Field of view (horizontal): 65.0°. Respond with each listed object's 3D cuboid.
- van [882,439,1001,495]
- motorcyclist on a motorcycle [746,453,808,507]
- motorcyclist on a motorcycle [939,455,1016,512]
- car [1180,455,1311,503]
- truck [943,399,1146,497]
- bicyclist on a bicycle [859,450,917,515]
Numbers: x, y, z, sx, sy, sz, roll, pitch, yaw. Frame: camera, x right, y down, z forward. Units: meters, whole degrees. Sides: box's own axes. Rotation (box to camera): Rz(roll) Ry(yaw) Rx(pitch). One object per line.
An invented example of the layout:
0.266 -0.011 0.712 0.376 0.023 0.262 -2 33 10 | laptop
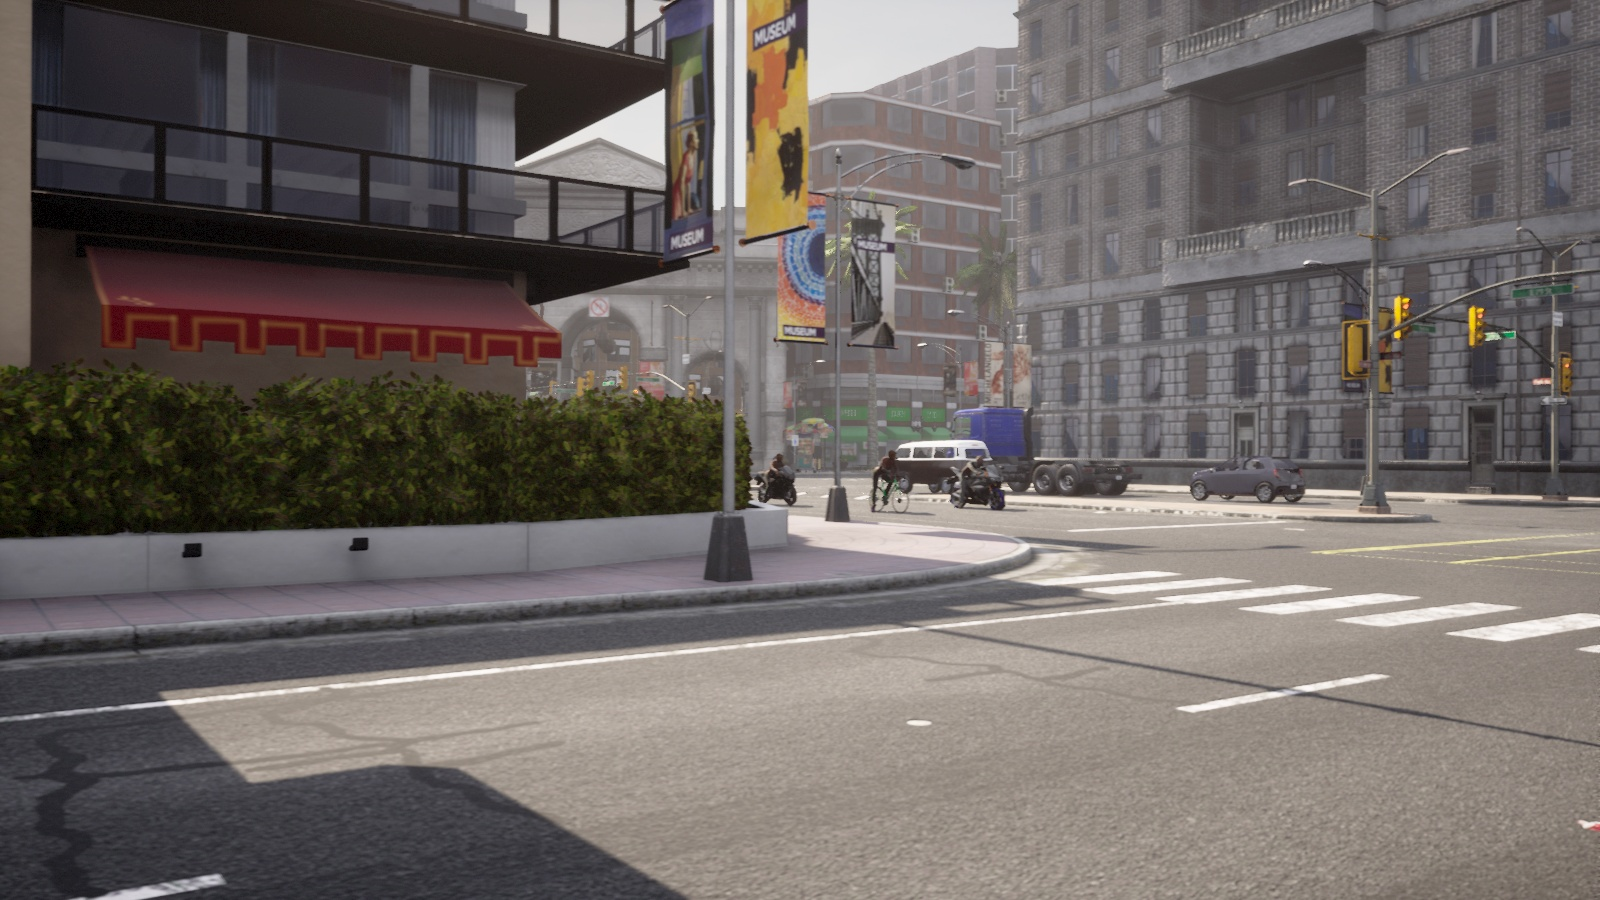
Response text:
5.363 0.639 48.075 2.069 2.038 4.480 0 0 -34 | van
-0.682 0.859 36.571 0.797 1.523 2.044 0 0 -35 | motorcyclist on a motorcycle
4.882 0.902 34.657 0.866 1.530 2.191 0 0 -35 | motorcyclist on a motorcycle
14.484 0.899 40.989 1.845 1.501 3.633 0 0 -35 | car
9.255 -0.067 48.596 2.891 3.462 7.936 0 0 -35 | truck
2.255 0.813 32.300 0.582 1.620 1.656 0 0 -35 | bicyclist on a bicycle
